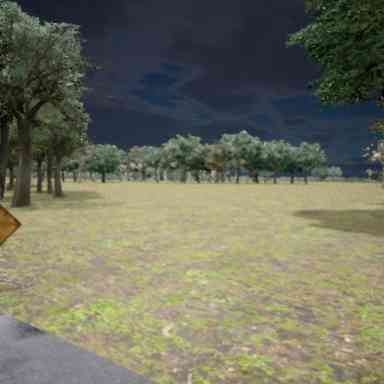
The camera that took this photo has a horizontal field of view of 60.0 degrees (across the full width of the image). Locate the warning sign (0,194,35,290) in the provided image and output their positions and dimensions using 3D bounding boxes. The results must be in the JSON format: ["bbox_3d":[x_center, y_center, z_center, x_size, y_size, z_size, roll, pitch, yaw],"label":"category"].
[{"bbox_3d":[-4.190,0.983,6.875,1.060,1.860,1.300,2,0,35],"label":"warning sign"}]
